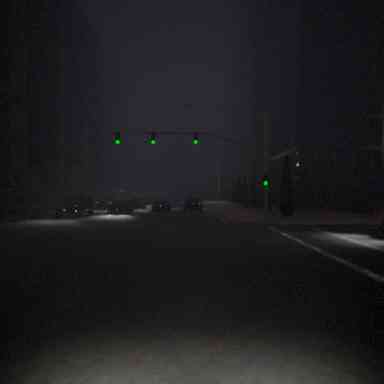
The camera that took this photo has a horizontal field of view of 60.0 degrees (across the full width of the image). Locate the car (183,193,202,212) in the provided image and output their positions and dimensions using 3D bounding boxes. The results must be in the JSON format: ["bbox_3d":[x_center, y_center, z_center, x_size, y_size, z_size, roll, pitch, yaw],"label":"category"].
[{"bbox_3d":[0.083,1.265,37.423,2.097,1.767,4.553,0,0,0],"label":"car"}]

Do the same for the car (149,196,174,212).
[{"bbox_3d":[-3.417,1.475,38.081,1.994,1.385,4.181,0,0,0],"label":"car"}]

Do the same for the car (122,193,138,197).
[{"bbox_3d":[-10.537,1.371,58.429,1.837,1.490,4.892,0,0,0],"label":"car"}]

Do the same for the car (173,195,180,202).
[{"bbox_3d":[-3.532,1.390,70.276,1.994,1.385,4.181,0,0,0],"label":"car"}]

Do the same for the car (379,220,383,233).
[{"bbox_3d":[11.470,1.489,15.795,4.674,1.442,1.812,0,0,-1],"label":"car"}]

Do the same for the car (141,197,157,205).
[{"bbox_3d":[-7.058,1.473,55.197,1.895,1.301,4.718,0,0,1],"label":"car"}]

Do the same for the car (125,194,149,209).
[{"bbox_3d":[-7.088,1.402,42.806,1.837,1.490,4.892,0,1,0],"label":"car"}]

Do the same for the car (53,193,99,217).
[{"bbox_3d":[-10.595,1.151,30.374,2.150,2.045,5.566,0,0,0],"label":"car"}]

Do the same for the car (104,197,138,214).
[{"bbox_3d":[-7.091,1.486,33.471,1.994,1.385,4.181,0,0,0],"label":"car"}]

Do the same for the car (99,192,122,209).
[{"bbox_3d":[-10.594,1.256,41.668,2.097,1.767,4.553,0,0,0],"label":"car"}]
